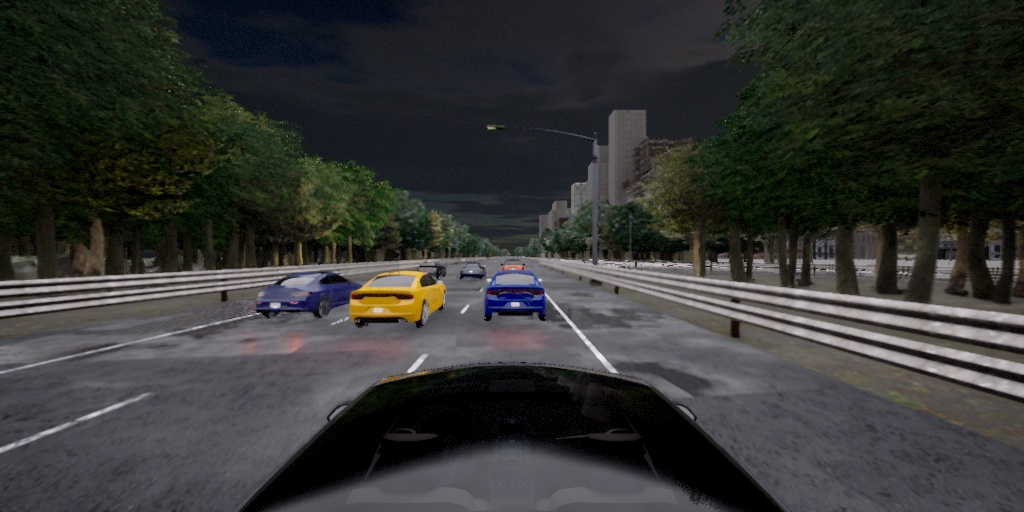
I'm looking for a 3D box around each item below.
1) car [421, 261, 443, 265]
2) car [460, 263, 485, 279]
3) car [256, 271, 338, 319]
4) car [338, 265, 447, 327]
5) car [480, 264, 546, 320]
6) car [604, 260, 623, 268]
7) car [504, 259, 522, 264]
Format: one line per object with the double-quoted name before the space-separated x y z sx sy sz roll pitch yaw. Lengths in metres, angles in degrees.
"car" -6.911 1.201 31.232 2.128 1.511 4.902 0 0 0
"car" -3.412 1.272 31.866 1.994 1.385 4.181 0 0 0
"car" -6.907 1.270 12.761 1.812 1.442 4.674 0 0 0
"car" -3.405 1.224 11.591 1.882 1.535 5.008 0 0 0
"car" 0.096 1.222 12.680 1.882 1.535 5.008 0 0 0
"car" 17.199 1.416 61.819 1.895 1.301 4.718 0 1 -34
"car" 0.090 1.062 31.027 2.097 1.767 4.553 0 0 0
